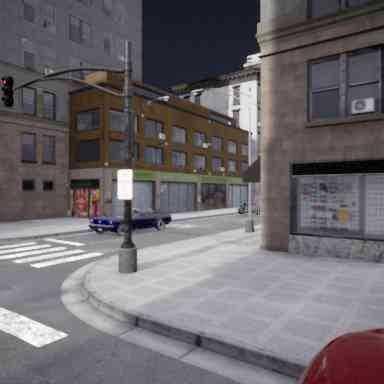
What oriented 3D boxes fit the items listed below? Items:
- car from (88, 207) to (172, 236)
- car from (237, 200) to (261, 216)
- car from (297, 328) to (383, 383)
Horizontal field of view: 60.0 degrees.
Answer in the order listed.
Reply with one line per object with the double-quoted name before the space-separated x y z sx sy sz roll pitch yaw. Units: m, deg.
"car" -3.257 1.530 18.172 1.895 1.301 4.718 0 0 35
"car" 5.905 1.426 31.166 1.994 1.385 4.181 0 0 35
"car" 2.732 1.316 0.876 5.009 1.841 2.192 0 0 35
